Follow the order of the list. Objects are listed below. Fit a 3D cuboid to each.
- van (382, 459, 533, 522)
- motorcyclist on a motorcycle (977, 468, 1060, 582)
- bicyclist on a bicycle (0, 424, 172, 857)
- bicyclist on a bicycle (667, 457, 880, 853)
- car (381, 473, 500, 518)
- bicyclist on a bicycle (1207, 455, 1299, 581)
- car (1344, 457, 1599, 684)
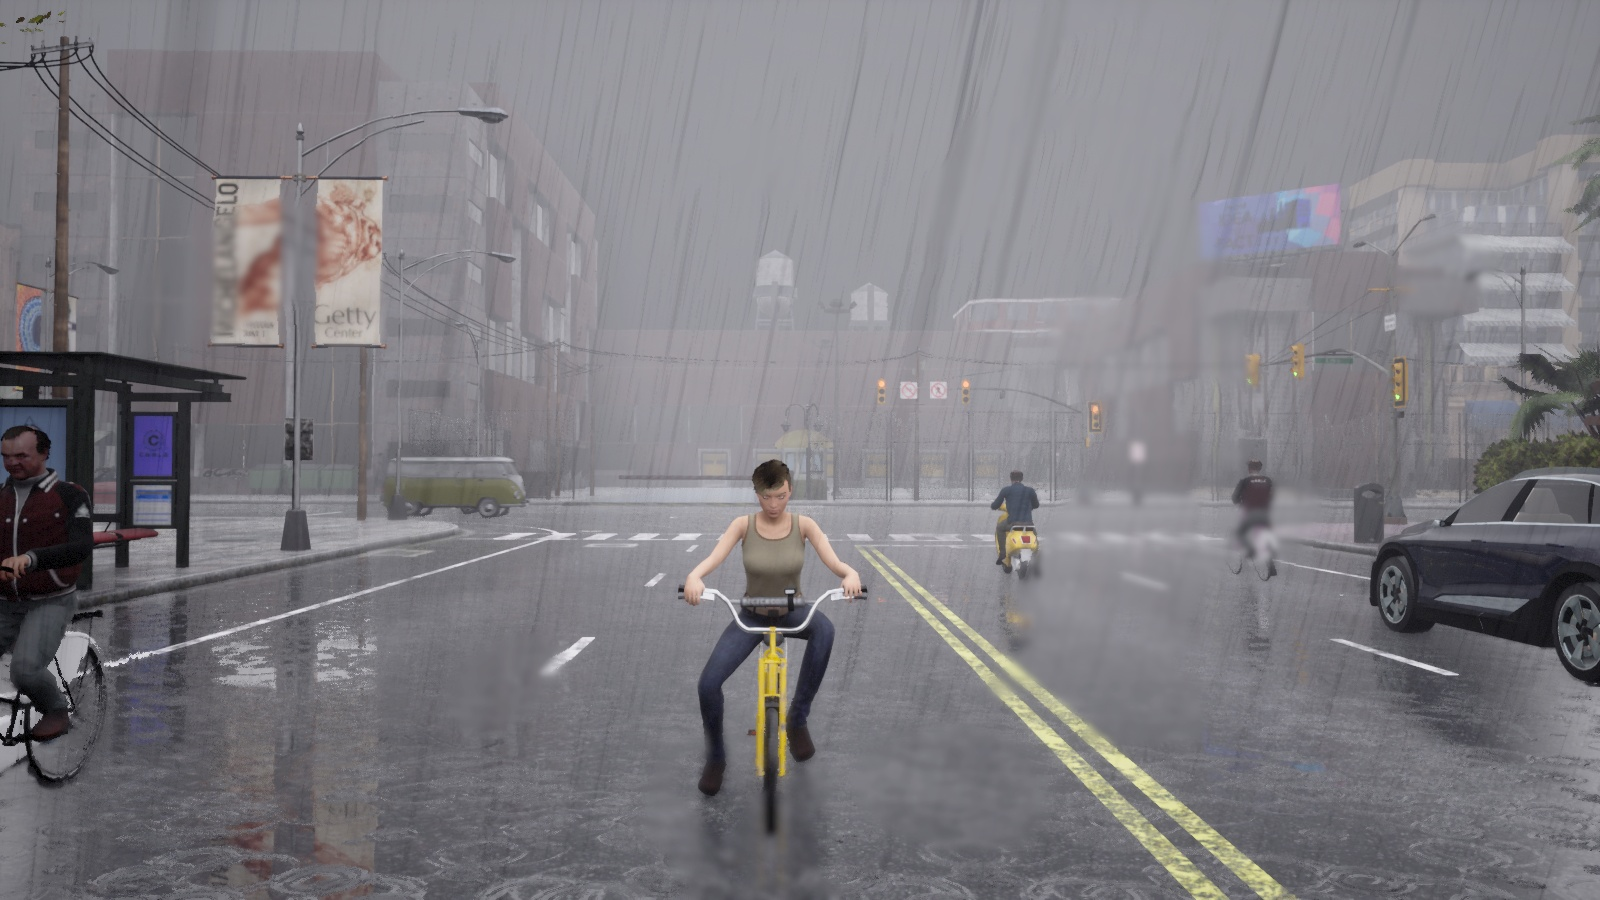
[{"bbox_3d":[-11.146,1.300,41.050,4.442,1.987,1.775,0,-1,0],"label":"van"},{"bbox_3d":[3.196,1.066,18.522,0.866,1.590,1.817,0,-1,-1],"label":"motorcyclist on a motorcycle"},{"bbox_3d":[-3.621,0.795,5.670,0.659,1.776,1.843,0,-1,-1],"label":"bicyclist on a bicycle"},{"bbox_3d":[-0.120,0.850,5.896,0.866,1.612,1.509,0,-1,-1],"label":"bicyclist on a bicycle"},{"bbox_3d":[-12.703,1.590,44.538,3.705,1.549,1.789,0,-1,0],"label":"car"},{"bbox_3d":[6.694,0.971,18.659,0.659,1.776,1.843,0,-1,-1],"label":"bicyclist on a bicycle"},{"bbox_3d":[6.807,0.899,10.864,2.033,1.649,4.856,0,-1,-1],"label":"car"}]
